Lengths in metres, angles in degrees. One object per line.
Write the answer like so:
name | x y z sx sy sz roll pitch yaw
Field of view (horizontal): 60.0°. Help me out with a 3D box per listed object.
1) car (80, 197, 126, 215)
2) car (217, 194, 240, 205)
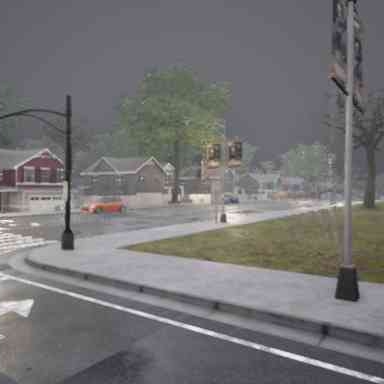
car | -8.728 1.288 32.864 2.097 1.767 4.553 1 1 36
car | 5.681 1.135 52.609 2.097 1.767 4.553 1 1 36
